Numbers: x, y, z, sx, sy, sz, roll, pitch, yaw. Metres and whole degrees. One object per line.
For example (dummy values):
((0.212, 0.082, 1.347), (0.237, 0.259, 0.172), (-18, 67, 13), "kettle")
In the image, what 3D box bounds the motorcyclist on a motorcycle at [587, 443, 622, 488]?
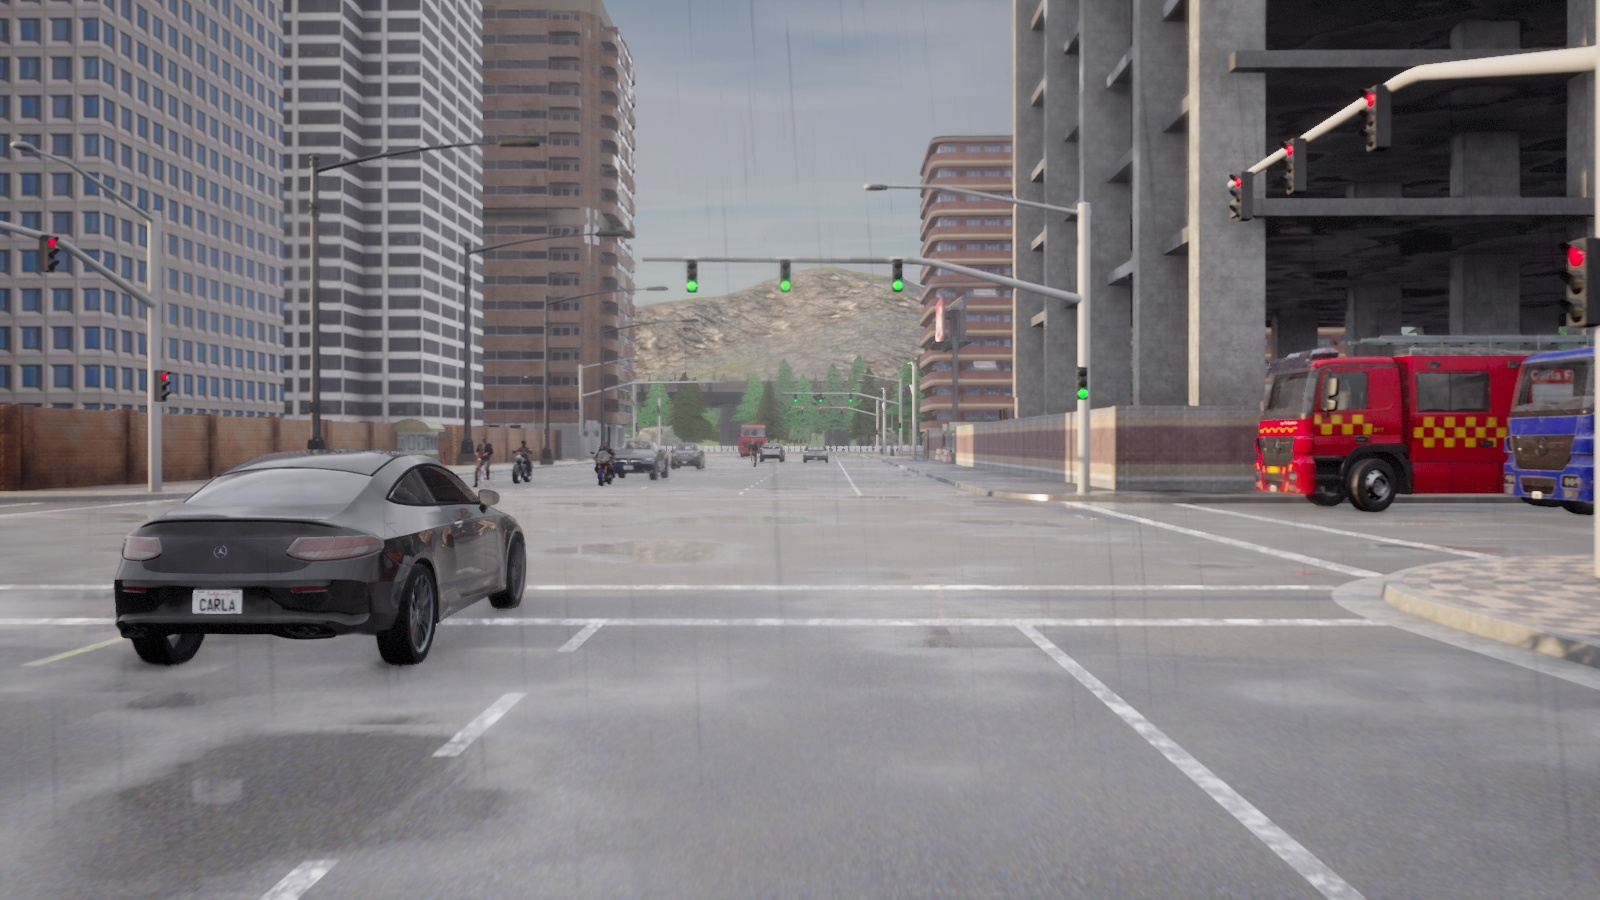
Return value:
((-6.873, 0.526, 44.292), (0.866, 1.530, 2.191), (0, 0, 1), "motorcyclist on a motorcycle")

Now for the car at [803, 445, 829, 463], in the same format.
((1.214, 0.314, 94.774), (1.895, 1.301, 4.718), (0, 0, 1), "car")

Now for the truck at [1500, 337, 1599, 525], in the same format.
((18.429, -0.359, 24.486), (7.936, 3.462, 2.891), (0, 0, 1), "truck")

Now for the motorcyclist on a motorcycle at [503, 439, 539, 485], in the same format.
((-10.326, 0.426, 46.612), (0.766, 1.649, 2.350), (0, 0, 1), "motorcyclist on a motorcycle")

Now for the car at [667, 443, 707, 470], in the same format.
((-6.314, 0.358, 70.509), (1.845, 1.501, 3.633), (0, 0, 1), "car")

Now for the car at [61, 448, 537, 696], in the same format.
((-3.439, 0.715, 9.730), (1.812, 1.442, 4.674), (0, 0, 0), "car")

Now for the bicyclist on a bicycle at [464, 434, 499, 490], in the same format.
((-10.432, 0.377, 41.149), (0.659, 1.776, 1.843), (0, 0, 1), "bicyclist on a bicycle")

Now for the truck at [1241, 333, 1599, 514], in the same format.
((14.591, -0.564, 28.028), (8.468, 3.827, 2.891), (0, 0, 1), "truck")

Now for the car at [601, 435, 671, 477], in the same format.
((-6.712, 0.227, 51.888), (2.152, 1.651, 5.027), (0, 0, 1), "car")
